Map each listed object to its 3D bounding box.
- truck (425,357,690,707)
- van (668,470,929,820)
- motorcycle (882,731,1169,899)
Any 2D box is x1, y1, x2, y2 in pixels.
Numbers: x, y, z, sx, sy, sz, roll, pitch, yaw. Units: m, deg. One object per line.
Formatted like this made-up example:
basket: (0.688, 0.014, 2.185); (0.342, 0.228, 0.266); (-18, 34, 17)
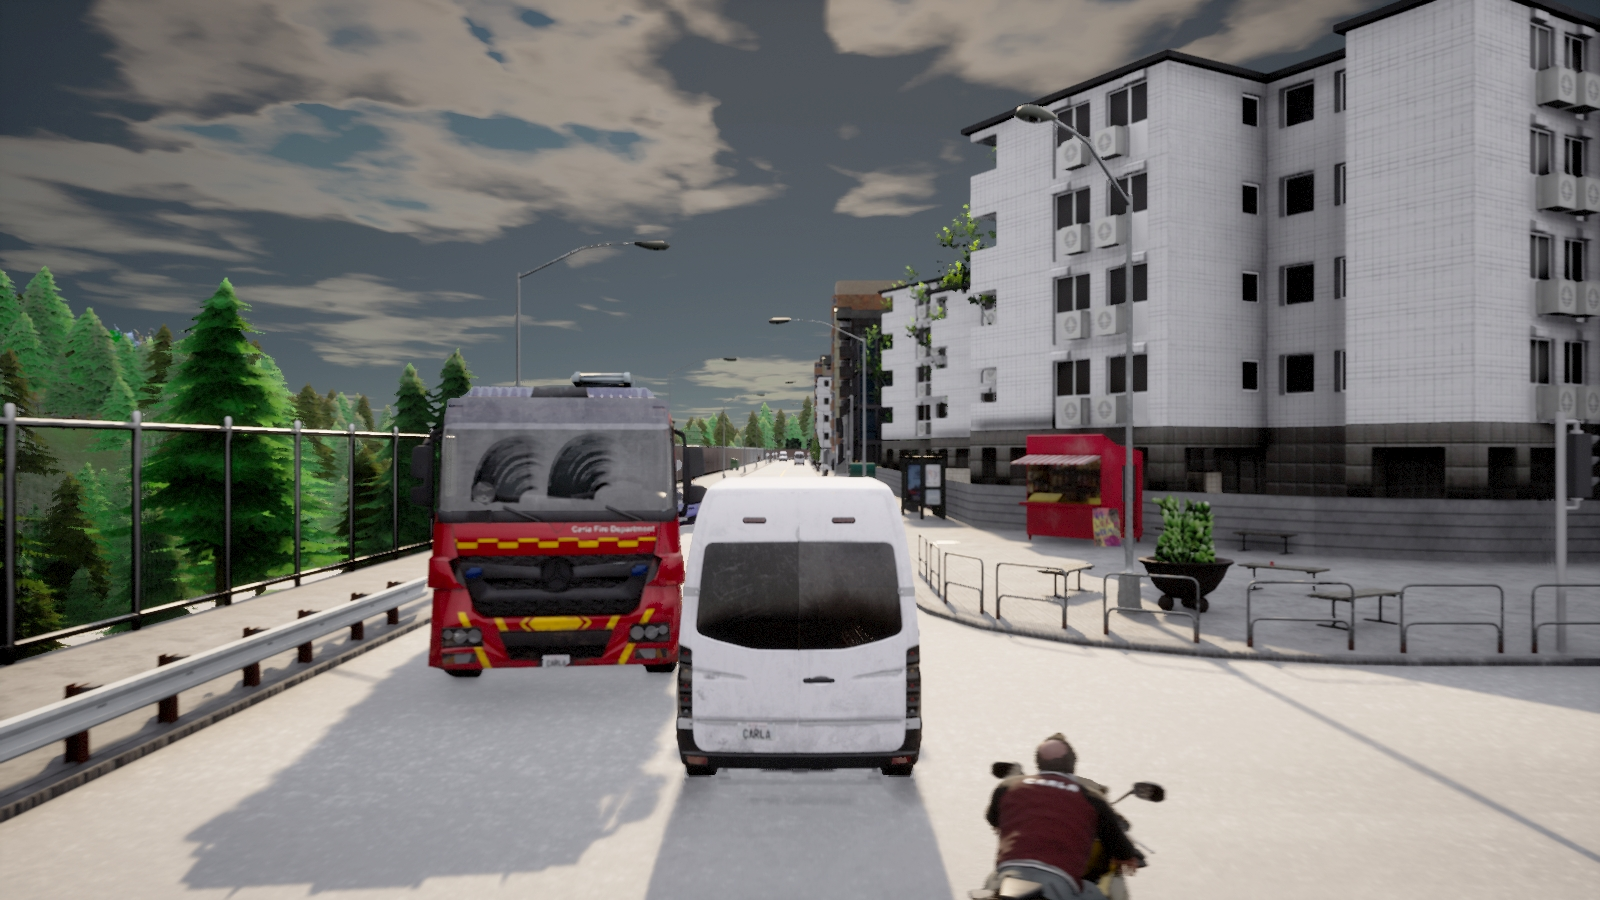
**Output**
truck: (-3.280, 0.901, 16.903); (2.891, 3.827, 8.468); (0, 0, -8)
van: (-0.012, 1.543, 11.682); (1.988, 2.561, 5.915); (0, 0, 0)
motorcycle: (1.112, 2.209, 5.199); (0.867, 1.251, 2.209); (3, 1, 22)
